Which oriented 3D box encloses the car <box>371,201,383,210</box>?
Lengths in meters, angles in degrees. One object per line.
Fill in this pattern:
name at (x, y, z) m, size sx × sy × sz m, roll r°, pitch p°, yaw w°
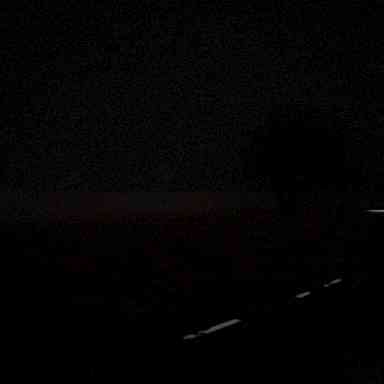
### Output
car at (28.917, 2.072, 51.353) m, size 1.994 × 1.385 × 4.181 m, roll 0°, pitch 0°, yaw 24°
